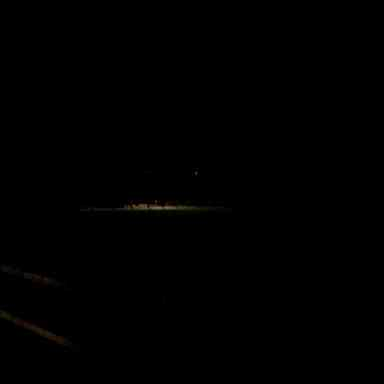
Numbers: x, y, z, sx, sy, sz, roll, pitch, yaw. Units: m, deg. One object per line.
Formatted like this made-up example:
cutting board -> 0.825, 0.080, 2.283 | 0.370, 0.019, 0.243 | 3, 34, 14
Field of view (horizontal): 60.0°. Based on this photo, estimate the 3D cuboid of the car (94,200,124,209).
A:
car -> -14.563, 2.187, 58.724 | 2.033, 1.411, 5.357 | 0, -1, 36
